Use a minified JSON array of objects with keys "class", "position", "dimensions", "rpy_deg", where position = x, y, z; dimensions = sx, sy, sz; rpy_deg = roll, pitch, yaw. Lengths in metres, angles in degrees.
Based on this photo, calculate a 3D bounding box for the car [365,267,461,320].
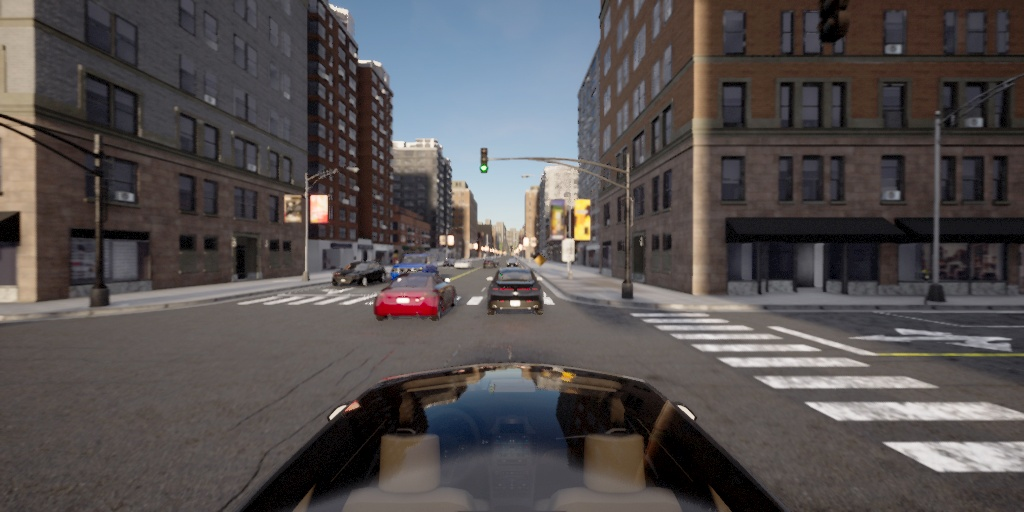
[{"class":"car","position":[-3.150,1.248,12.377],"dimensions":[1.994,1.385,4.181],"rpy_deg":[0,0,0]}]

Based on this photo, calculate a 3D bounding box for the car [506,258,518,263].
[{"class":"car","position":[0.021,1.139,53.059],"dimensions":[1.895,1.301,4.718],"rpy_deg":[0,0,0]}]

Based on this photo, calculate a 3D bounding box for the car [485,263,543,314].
[{"class":"car","position":[0.104,1.189,13.380],"dimensions":[1.837,1.490,4.892],"rpy_deg":[0,0,0]}]

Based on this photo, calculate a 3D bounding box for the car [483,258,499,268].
[{"class":"car","position":[-3.229,1.039,52.613],"dimensions":[1.837,1.490,4.892],"rpy_deg":[0,0,0]}]

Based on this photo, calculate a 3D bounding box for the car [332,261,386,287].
[{"class":"car","position":[-9.838,1.114,23.395],"dimensions":[1.882,1.535,5.008],"rpy_deg":[0,1,0]}]

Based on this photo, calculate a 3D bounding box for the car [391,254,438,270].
[{"class":"car","position":[-6.572,0.857,24.735],"dimensions":[2.150,2.045,5.566],"rpy_deg":[0,0,0]}]

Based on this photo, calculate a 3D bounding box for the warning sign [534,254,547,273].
[{"class":"warning sign","position":[2.864,0.722,35.984],"dimensions":[1.300,1.860,1.060],"rpy_deg":[0,0,0]}]

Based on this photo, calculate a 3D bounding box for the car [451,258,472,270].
[{"class":"car","position":[-6.542,1.145,48.450],"dimensions":[1.895,1.301,4.718],"rpy_deg":[0,0,0]}]

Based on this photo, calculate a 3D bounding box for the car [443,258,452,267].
[{"class":"car","position":[-9.728,1.073,57.619],"dimensions":[2.033,1.411,5.357],"rpy_deg":[0,0,0]}]
